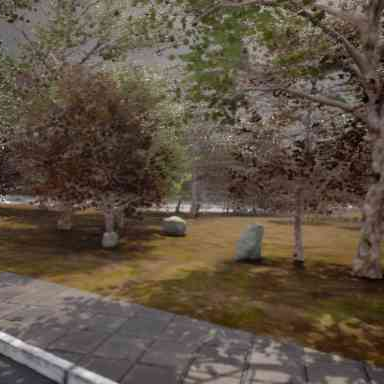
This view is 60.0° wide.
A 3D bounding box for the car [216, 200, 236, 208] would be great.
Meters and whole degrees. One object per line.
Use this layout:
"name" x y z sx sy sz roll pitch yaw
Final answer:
"car" 8.800 3.083 89.229 2.435 2.045 5.566 4 0 45
